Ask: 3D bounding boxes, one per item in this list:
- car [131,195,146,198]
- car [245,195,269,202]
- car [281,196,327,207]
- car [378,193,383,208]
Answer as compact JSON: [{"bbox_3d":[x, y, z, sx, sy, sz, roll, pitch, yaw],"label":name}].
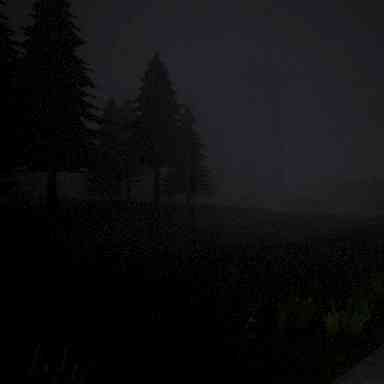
[{"bbox_3d":[-12.184,1.290,73.213,4.181,1.381,1.994,0,0,-40],"label":"car"},{"bbox_3d":[9.316,1.187,48.162,3.988,1.617,1.851,0,0,-40],"label":"car"},{"bbox_3d":[11.893,1.200,35.776,1.882,1.535,5.008,0,0,-40],"label":"car"},{"bbox_3d":[21.907,1.033,36.726,1.905,1.878,3.866,0,0,19],"label":"car"}]
